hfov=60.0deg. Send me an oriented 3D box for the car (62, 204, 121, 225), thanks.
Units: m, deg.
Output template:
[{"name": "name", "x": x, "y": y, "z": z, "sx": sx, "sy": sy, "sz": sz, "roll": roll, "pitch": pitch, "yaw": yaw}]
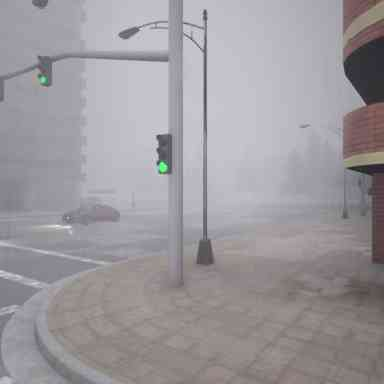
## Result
[{"name": "car", "x": -7.213, "y": 1.564, "z": 24.116, "sx": 1.994, "sy": 1.385, "sz": 4.181, "roll": 0, "pitch": 0, "yaw": 36}]
